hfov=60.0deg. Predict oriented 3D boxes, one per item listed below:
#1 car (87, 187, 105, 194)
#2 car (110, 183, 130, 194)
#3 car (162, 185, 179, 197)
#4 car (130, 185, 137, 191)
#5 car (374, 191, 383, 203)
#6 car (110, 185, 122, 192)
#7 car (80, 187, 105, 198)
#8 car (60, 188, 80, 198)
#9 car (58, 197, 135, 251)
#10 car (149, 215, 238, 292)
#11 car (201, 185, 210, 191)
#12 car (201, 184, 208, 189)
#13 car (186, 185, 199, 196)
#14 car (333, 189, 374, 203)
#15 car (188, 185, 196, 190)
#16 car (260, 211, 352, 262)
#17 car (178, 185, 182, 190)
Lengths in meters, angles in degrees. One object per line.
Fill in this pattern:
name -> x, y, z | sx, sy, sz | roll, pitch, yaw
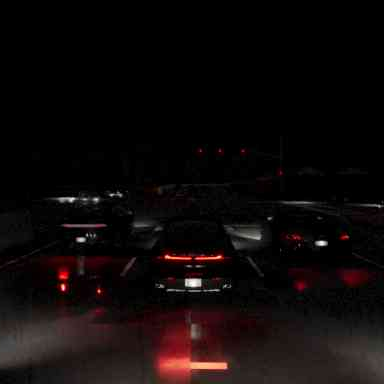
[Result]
car -> -17.591, -0.306, 61.429 | 1.895, 1.301, 4.718 | 0, 2, 1
car -> -14.082, -0.780, 64.202 | 2.150, 2.045, 5.566 | 0, 2, 1
car -> -3.440, 0.029, 51.296 | 1.895, 1.301, 4.718 | 0, 2, 0
car -> -14.062, -0.993, 78.444 | 1.882, 1.535, 5.008 | 0, 2, 0
car -> 21.347, 0.595, 32.578 | 5.357, 1.411, 2.033 | 0, 2, 2
car -> -17.561, -0.901, 77.108 | 1.812, 1.442, 4.674 | 0, 2, 0
car -> -14.130, 0.041, 48.008 | 1.837, 1.490, 4.892 | 0, 2, 0
car -> -17.629, 0.087, 48.425 | 1.994, 1.385, 4.181 | 0, 2, 0
car -> -3.427, 1.190, 12.711 | 2.128, 1.511, 4.902 | 0, 2, 0
car -> 0.051, 1.338, 8.512 | 1.837, 1.490, 4.892 | 0, 2, 1
car -> 3.436, -1.092, 81.069 | 1.882, 1.535, 5.008 | 0, 2, 0
car -> 3.427, -1.417, 91.514 | 1.895, 1.301, 4.718 | 0, 2, 0
car -> 0.059, -0.120, 52.903 | 1.837, 1.490, 4.892 | 0, 2, 0
car -> 17.943, 0.419, 36.208 | 4.902, 1.511, 2.128 | 0, 2, 2
car -> -0.070, -1.250, 88.148 | 2.033, 1.411, 5.357 | 0, 2, 0
car -> 3.564, 1.317, 11.112 | 1.994, 1.385, 4.181 | 0, 2, 0
car -> -3.569, -1.195, 86.480 | 2.033, 1.411, 5.357 | 0, 2, 0
